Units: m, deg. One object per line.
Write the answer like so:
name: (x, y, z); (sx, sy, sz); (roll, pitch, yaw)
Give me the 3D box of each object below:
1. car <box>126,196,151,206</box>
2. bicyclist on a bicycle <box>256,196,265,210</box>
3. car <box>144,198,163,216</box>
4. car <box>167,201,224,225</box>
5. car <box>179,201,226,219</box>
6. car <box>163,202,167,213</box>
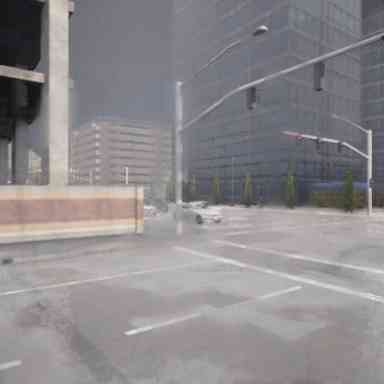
car: (-9.105, 1.539, 56.138); (2.128, 1.511, 4.902); (0, 0, -36)
bicyclist on a bicycle: (8.285, 1.354, 40.330); (1.656, 1.620, 0.582); (0, 0, -36)
car: (-5.046, 1.553, 32.336); (1.812, 1.442, 4.674); (0, 0, -36)
car: (0.305, 1.552, 24.968); (1.812, 1.442, 4.674); (0, 0, -36)
car: (0.879, 1.558, 30.140); (1.812, 1.442, 4.674); (0, 0, -36)
car: (-4.365, 1.538, 37.358); (1.837, 1.490, 4.892); (0, 0, -36)
